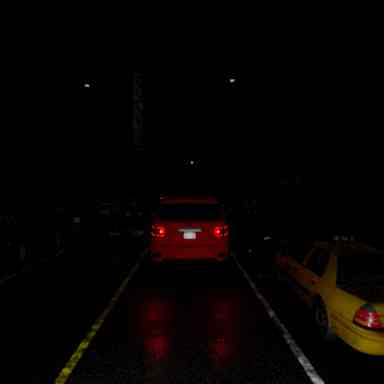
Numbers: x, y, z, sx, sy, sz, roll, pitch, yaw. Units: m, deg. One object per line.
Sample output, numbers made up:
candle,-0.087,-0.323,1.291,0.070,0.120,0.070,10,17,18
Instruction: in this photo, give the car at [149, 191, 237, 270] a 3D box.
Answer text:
car,-0.075,1.111,10.731,2.150,2.045,5.566,0,1,0

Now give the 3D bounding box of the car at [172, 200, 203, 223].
car,-0.425,1.321,23.723,1.994,1.385,4.181,0,1,-3

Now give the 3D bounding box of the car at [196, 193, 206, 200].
car,1.848,0.842,70.659,2.008,1.369,4.403,0,1,-1

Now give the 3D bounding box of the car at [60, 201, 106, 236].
car,-5.972,1.268,16.814,1.967,1.590,4.097,0,1,-1

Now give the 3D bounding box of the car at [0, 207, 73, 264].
car,-5.900,1.428,11.358,1.887,1.381,4.507,0,1,-1

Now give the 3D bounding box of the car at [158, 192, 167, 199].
car,-6.746,0.769,75.814,1.752,1.417,4.829,0,1,-1

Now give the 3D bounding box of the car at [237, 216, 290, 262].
car,2.624,1.446,11.472,1.947,1.339,4.313,0,1,-1

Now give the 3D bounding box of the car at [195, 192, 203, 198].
car,1.705,0.731,81.533,1.887,1.381,4.507,0,1,-1

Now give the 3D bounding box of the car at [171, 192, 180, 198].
car,-4.046,0.743,80.654,1.994,1.385,4.181,0,1,-1

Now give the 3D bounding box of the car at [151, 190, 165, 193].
car,-6.535,0.715,59.671,2.192,1.841,5.009,0,1,-1

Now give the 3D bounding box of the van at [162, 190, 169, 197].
van,-6.891,0.478,86.856,1.690,1.788,3.998,0,1,-1

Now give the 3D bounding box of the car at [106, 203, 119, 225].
car,-6.041,1.299,22.101,1.752,1.417,4.829,0,1,-1

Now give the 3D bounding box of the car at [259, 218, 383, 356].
car,2.694,1.459,6.186,1.752,1.417,4.829,0,1,-1
